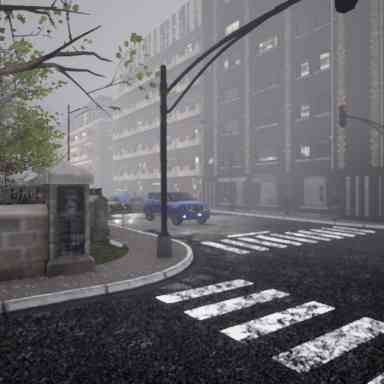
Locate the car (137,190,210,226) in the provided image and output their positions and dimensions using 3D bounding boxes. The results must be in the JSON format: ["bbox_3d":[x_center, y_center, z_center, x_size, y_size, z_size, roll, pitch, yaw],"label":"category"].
[{"bbox_3d":[-1.179,0.923,21.606,2.150,2.045,5.566,0,1,-36],"label":"car"}]

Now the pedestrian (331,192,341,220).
[{"bbox_3d":[9.418,0.896,21.922,0.375,1.860,0.375,1,0,-36],"label":"pedestrian"}]

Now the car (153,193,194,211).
[{"bbox_3d":[-1.858,0.945,32.353,1.967,1.590,4.097,1,1,-36],"label":"car"}]

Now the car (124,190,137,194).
[{"bbox_3d":[-5.121,0.722,36.806,2.192,1.841,5.009,1,1,-36],"label":"car"}]

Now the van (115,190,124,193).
[{"bbox_3d":[-8.386,0.650,41.260,1.690,1.788,3.998,1,1,-36],"label":"van"}]

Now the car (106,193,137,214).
[{"bbox_3d":[-6.840,1.095,29.334,1.994,1.385,4.181,0,1,-36],"label":"car"}]
